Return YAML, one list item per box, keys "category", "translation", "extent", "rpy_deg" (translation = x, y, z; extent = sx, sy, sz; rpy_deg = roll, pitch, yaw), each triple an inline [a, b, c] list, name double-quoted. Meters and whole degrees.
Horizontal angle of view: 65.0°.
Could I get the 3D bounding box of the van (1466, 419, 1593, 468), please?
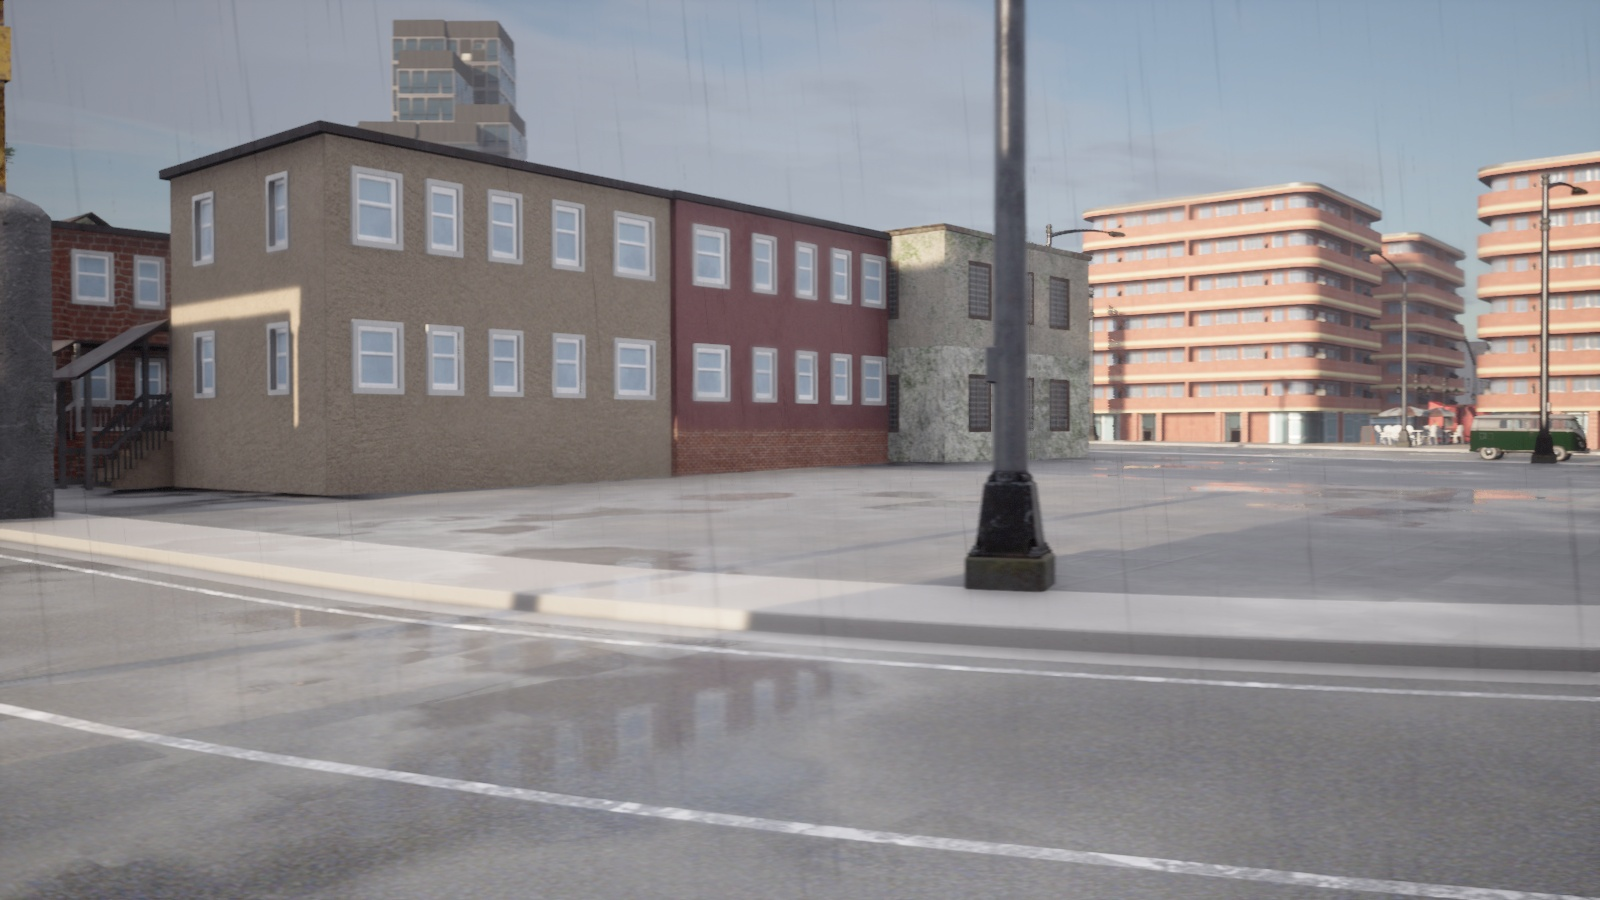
- category: "van"
  translation: [31.313, -0.301, 53.961]
  extent: [4.442, 1.987, 1.775]
  rpy_deg: [2, 2, 40]
